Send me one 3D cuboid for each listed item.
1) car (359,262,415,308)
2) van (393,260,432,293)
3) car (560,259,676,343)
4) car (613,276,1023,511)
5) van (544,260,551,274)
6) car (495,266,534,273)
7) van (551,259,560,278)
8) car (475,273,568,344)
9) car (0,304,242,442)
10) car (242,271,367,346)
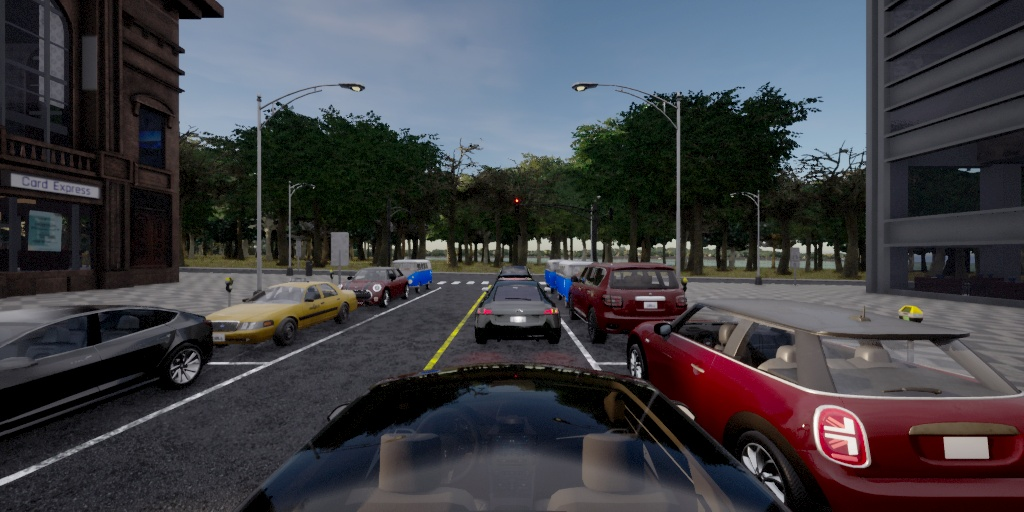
[{"bbox_3d":[-5.735,1.191,15.013,1.967,1.591,4.097,0,0,0],"label":"car"},{"bbox_3d":[-5.723,1.092,20.451,1.690,1.789,3.998,0,0,0],"label":"van"},{"bbox_3d":[2.779,1.065,9.558,2.192,1.841,5.009,0,0,0],"label":"car"},{"bbox_3d":[2.767,1.190,4.120,1.967,1.591,4.097,0,0,0],"label":"car"},{"bbox_3d":[2.802,1.092,20.433,1.690,1.789,3.998,0,0,0],"label":"van"},{"bbox_3d":[0.136,1.243,18.488,2.128,1.511,4.902,0,0,0],"label":"car"},{"bbox_3d":[2.790,1.092,14.995,1.690,1.789,3.998,0,0,0],"label":"van"},{"bbox_3d":[0.121,1.314,9.607,1.994,1.385,4.181,0,0,0],"label":"car"},{"bbox_3d":[-5.758,1.316,4.138,1.948,1.339,4.313,0,0,0],"label":"car"},{"bbox_3d":[-5.747,1.276,9.406,1.751,1.417,4.829,0,0,0],"label":"car"}]
